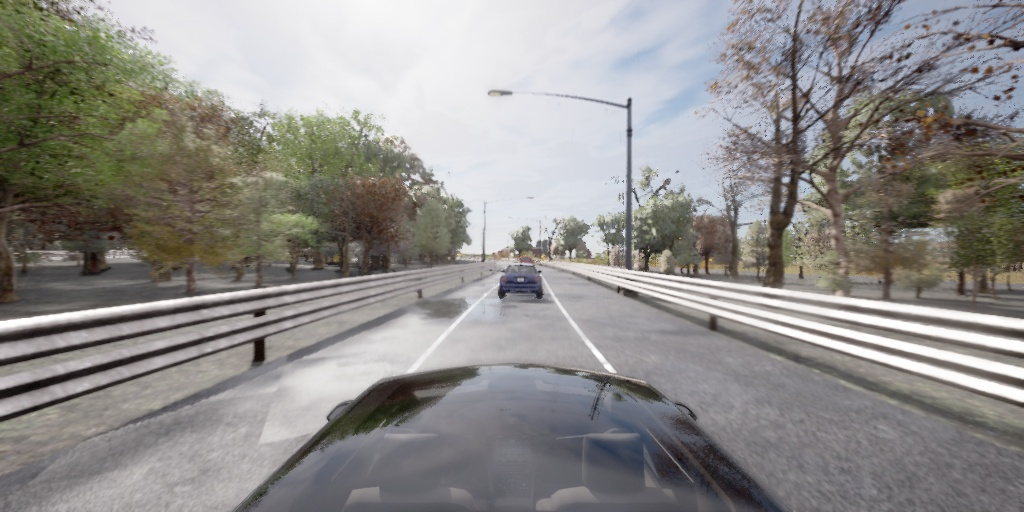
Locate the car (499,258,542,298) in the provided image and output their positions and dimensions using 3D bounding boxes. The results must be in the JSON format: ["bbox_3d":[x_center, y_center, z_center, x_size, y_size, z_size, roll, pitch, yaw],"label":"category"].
[{"bbox_3d":[0.508,1.153,19.064,2.097,1.767,4.553,0,0,3],"label":"car"}]
